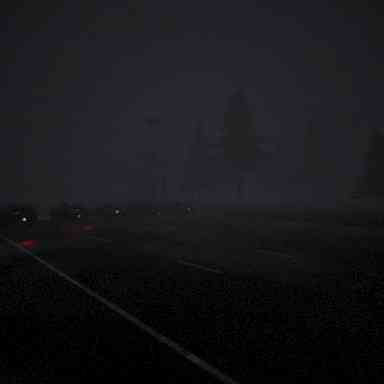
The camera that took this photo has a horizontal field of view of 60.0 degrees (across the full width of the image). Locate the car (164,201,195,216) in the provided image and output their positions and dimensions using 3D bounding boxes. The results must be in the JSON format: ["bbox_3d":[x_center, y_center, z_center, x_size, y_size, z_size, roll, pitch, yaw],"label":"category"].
[{"bbox_3d":[-1.537,1.561,32.408,1.994,1.385,4.181,0,0,-38],"label":"car"}]

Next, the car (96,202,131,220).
[{"bbox_3d":[-7.252,1.574,28.355,1.994,1.385,4.181,0,0,-38],"label":"car"}]

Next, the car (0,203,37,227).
[{"bbox_3d":[-12.364,1.527,23.523,1.837,1.490,4.892,0,0,-38],"label":"car"}]

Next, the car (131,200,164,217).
[{"bbox_3d":[-5.003,1.483,31.170,1.882,1.535,5.008,0,0,-38],"label":"car"}]

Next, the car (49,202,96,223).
[{"bbox_3d":[-9.525,1.507,25.572,2.128,1.511,4.902,0,0,-38],"label":"car"}]
